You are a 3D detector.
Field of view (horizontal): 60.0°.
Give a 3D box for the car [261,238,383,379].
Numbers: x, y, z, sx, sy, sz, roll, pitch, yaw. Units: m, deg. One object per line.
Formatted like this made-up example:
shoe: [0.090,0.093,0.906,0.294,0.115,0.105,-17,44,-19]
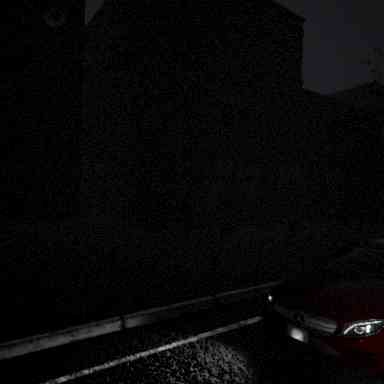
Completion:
car: [3.229,1.561,5.561,4.674,1.442,1.812,1,-1,-36]
